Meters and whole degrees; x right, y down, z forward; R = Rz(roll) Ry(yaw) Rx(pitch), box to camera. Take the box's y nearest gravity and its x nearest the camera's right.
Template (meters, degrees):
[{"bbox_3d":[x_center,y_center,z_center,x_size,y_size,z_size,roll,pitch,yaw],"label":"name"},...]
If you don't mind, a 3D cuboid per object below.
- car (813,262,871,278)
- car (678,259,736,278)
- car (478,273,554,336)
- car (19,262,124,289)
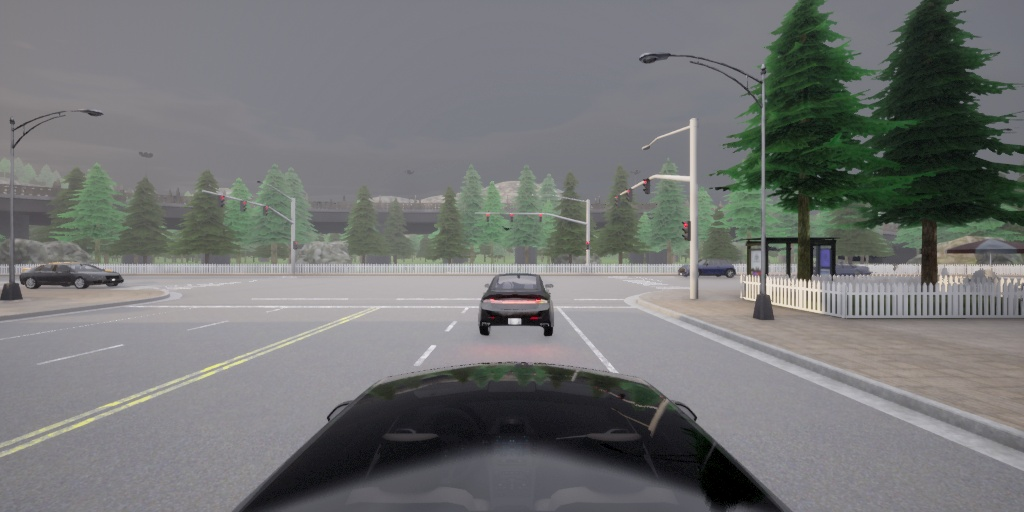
[{"bbox_3d":[28.945,1.242,32.277,5.357,1.411,2.033,0,0,0],"label":"car"},{"bbox_3d":[17.515,1.046,32.388,4.553,1.767,2.097,0,0,0],"label":"car"},{"bbox_3d":[0.181,1.242,10.394,2.128,1.511,4.902,0,0,3],"label":"car"},{"bbox_3d":[-26.753,1.199,21.863,4.892,1.490,1.837,0,0,0],"label":"car"}]
